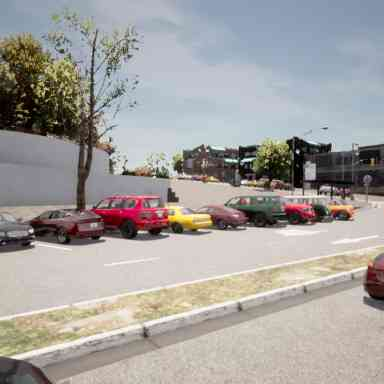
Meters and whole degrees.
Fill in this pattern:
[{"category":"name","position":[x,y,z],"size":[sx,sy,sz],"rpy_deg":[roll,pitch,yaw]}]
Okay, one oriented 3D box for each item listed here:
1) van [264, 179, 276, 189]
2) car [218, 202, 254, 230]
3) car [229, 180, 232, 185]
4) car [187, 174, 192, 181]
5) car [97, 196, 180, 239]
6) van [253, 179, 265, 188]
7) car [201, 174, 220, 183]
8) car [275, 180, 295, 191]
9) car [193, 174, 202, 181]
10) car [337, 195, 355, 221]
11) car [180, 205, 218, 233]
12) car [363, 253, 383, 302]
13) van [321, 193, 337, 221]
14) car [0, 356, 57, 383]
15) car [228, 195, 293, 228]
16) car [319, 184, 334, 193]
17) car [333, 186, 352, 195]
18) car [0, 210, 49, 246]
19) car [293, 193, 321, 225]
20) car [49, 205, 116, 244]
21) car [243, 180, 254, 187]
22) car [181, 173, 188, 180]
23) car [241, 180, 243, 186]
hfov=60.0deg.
[{"category":"van","position":[17.292,-1.496,68.613],"size":[1.878,1.987,4.442],"rpy_deg":[7,4,35]},{"category":"car","position":[1.176,1.547,21.017],"size":[4.674,1.452,2.002],"rpy_deg":[-1,-1,35]},{"category":"car","position":[10.415,-2.323,78.598],"size":[2.002,1.452,4.674],"rpy_deg":[7,3,35]},{"category":"car","position":[1.664,-3.856,90.833],"size":[2.185,1.767,4.553],"rpy_deg":[6,3,34]},{"category":"car","position":[-3.750,1.247,17.562],"size":[5.566,2.045,2.435],"rpy_deg":[-1,-1,35]},{"category":"van","position":[15.563,-1.769,71.085],"size":[1.878,1.987,4.442],"rpy_deg":[7,4,35]},{"category":"car","position":[5.309,-3.181,86.108],"size":[1.946,1.575,5.366],"rpy_deg":[7,3,34]},{"category":"car","position":[19.052,-0.998,66.251],"size":[2.231,1.521,4.892],"rpy_deg":[7,3,35]},{"category":"car","position":[3.458,-3.704,88.367],"size":[2.435,2.045,5.566],"rpy_deg":[7,3,34]},{"category":"car","position":[11.064,1.401,27.900],"size":[4.553,1.767,2.185],"rpy_deg":[-1,-1,35]},{"category":"car","position":[-1.430,1.502,19.389],"size":[5.366,1.575,1.946],"rpy_deg":[-1,-1,35]},{"category":"car","position":[5.559,1.573,7.103],"size":[4.181,1.385,1.994],"rpy_deg":[0,0,-34]},{"category":"van","position":[8.655,1.294,26.150],"size":[4.442,1.987,1.878],"rpy_deg":[-1,-1,35]},{"category":"car","position":[-2.882,1.504,1.076],"size":[4.892,1.490,1.837],"rpy_deg":[0,0,-35]},{"category":"car","position":[3.604,1.261,22.775],"size":[5.566,2.045,2.435],"rpy_deg":[-1,-1,35]},{"category":"car","position":[24.263,-0.432,58.866],"size":[2.435,2.045,5.566],"rpy_deg":[7,3,35]},{"category":"car","position":[25.954,0.131,56.393],"size":[2.002,1.452,4.674],"rpy_deg":[7,3,35]},{"category":"car","position":[-8.615,1.493,14.070],"size":[4.892,1.521,2.231],"rpy_deg":[-1,-1,35]},{"category":"car","position":[6.117,1.265,24.480],"size":[5.566,2.045,2.435],"rpy_deg":[-1,-1,35]},{"category":"car","position":[-6.195,1.524,15.817],"size":[4.792,1.488,2.163],"rpy_deg":[-1,-1,35]},{"category":"car","position":[13.989,-1.817,73.816],"size":[1.946,1.575,5.366],"rpy_deg":[7,3,35]},{"category":"car","position":[-0.066,-4.090,93.303],"size":[2.185,1.767,4.553],"rpy_deg":[4,1,33]},{"category":"car","position":[12.157,-2.049,76.136],"size":[2.002,1.452,4.674],"rpy_deg":[7,4,35]}]
